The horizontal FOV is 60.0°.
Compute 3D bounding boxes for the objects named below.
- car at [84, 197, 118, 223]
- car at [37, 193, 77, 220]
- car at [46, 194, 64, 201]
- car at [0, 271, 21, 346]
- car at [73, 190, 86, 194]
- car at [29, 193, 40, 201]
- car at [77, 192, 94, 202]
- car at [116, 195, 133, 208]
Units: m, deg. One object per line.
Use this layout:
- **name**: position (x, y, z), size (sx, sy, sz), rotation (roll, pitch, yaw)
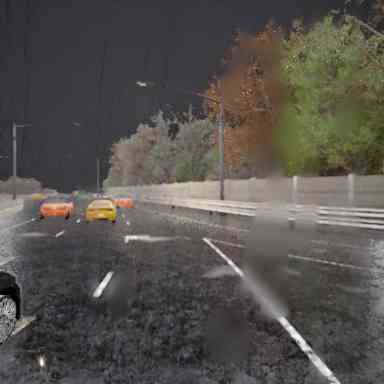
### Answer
- **car**: position (-6.561, 1.356, 24.293), size (1.882, 1.535, 5.008), rotation (0, 0, -13)
- **car**: position (-10.957, 1.225, 27.272), size (2.097, 1.767, 4.553), rotation (0, 0, -15)
- **car**: position (-28.111, 1.052, 68.218), size (1.994, 1.385, 4.181), rotation (0, 0, -41)
- **car**: position (-3.569, 1.480, 3.343), size (2.128, 1.511, 4.902), rotation (0, 0, -2)
- **car**: position (-23.521, 0.703, 70.051), size (2.150, 2.045, 5.566), rotation (0, 0, -26)
- **car**: position (-30.840, 0.996, 66.025), size (1.882, 1.535, 5.008), rotation (0, 0, -41)
- **car**: position (-19.934, 1.185, 63.531), size (2.128, 1.511, 4.902), rotation (0, 0, -29)
- **car**: position (-8.856, 1.136, 42.228), size (2.097, 1.767, 4.553), rotation (0, 0, -21)
